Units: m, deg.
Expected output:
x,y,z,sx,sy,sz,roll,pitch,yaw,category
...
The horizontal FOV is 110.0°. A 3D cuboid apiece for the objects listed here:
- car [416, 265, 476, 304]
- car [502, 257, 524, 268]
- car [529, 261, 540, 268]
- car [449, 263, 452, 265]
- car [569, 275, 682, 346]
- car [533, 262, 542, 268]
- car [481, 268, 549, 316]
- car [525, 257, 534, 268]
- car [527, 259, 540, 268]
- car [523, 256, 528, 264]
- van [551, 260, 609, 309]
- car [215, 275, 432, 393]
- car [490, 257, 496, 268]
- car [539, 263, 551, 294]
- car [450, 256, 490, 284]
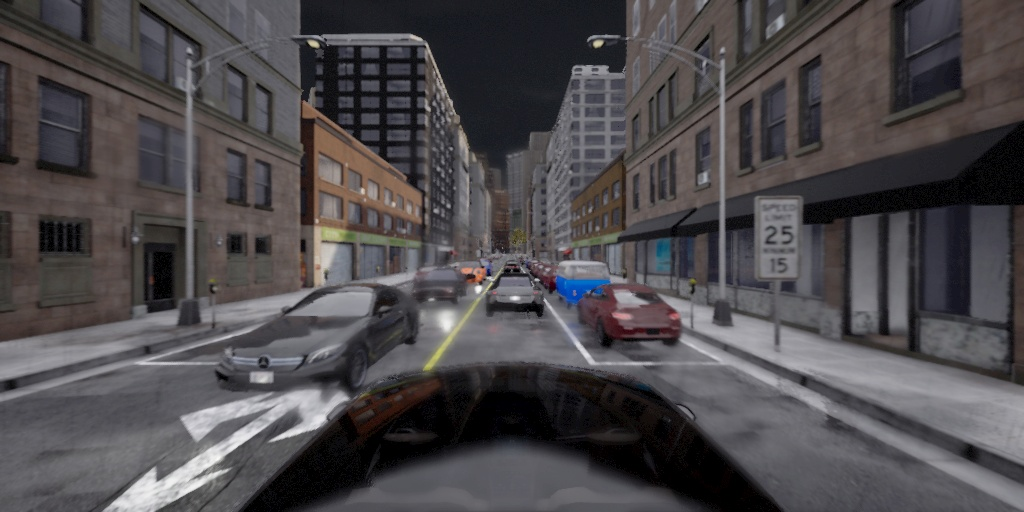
x,y,z,sx,sy,sz,roll,pitch,yaw,category
-3.094,1.299,16.520,2.033,1.411,5.357,0,0,0,car
0.021,1.215,39.128,1.837,1.490,4.892,0,1,0,car
2.763,1.317,31.307,1.802,1.307,4.207,0,0,0,car
-5.762,1.330,25.758,1.802,1.307,4.207,0,0,0,car
2.763,1.332,9.095,1.802,1.307,4.207,0,0,0,car
2.763,1.329,25.755,1.802,1.307,4.207,0,0,0,car
0.102,1.314,13.417,1.994,1.385,4.181,0,0,0,car
3.149,1.191,49.250,1.812,1.442,4.674,0,0,0,car
2.763,1.299,36.864,1.802,1.307,4.207,0,0,0,car
3.140,1.114,56.250,1.882,1.535,5.008,0,0,0,car
2.763,1.091,14.647,1.690,1.789,3.998,0,0,0,van
-3.096,1.277,6.870,1.812,1.442,4.674,0,0,2,car
-3.000,1.197,36.486,1.882,1.535,5.008,0,0,0,car
2.763,1.295,20.198,1.888,1.381,4.507,0,0,0,car
-3.056,1.098,26.429,2.097,1.767,4.553,0,0,0,car
